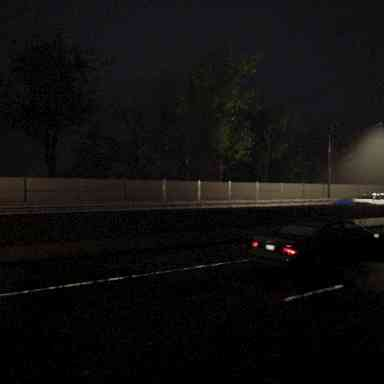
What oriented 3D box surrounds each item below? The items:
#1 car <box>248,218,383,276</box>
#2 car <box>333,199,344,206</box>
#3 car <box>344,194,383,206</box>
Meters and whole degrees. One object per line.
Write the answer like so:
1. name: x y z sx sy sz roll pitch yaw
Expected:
1. car: 4.219 1.541 10.300 5.357 1.411 2.033 0 0 -32
2. car: 19.399 1.458 40.823 5.008 1.535 1.882 0 0 -32
3. car: 19.883 1.203 36.989 5.566 2.045 2.150 0 0 -32
